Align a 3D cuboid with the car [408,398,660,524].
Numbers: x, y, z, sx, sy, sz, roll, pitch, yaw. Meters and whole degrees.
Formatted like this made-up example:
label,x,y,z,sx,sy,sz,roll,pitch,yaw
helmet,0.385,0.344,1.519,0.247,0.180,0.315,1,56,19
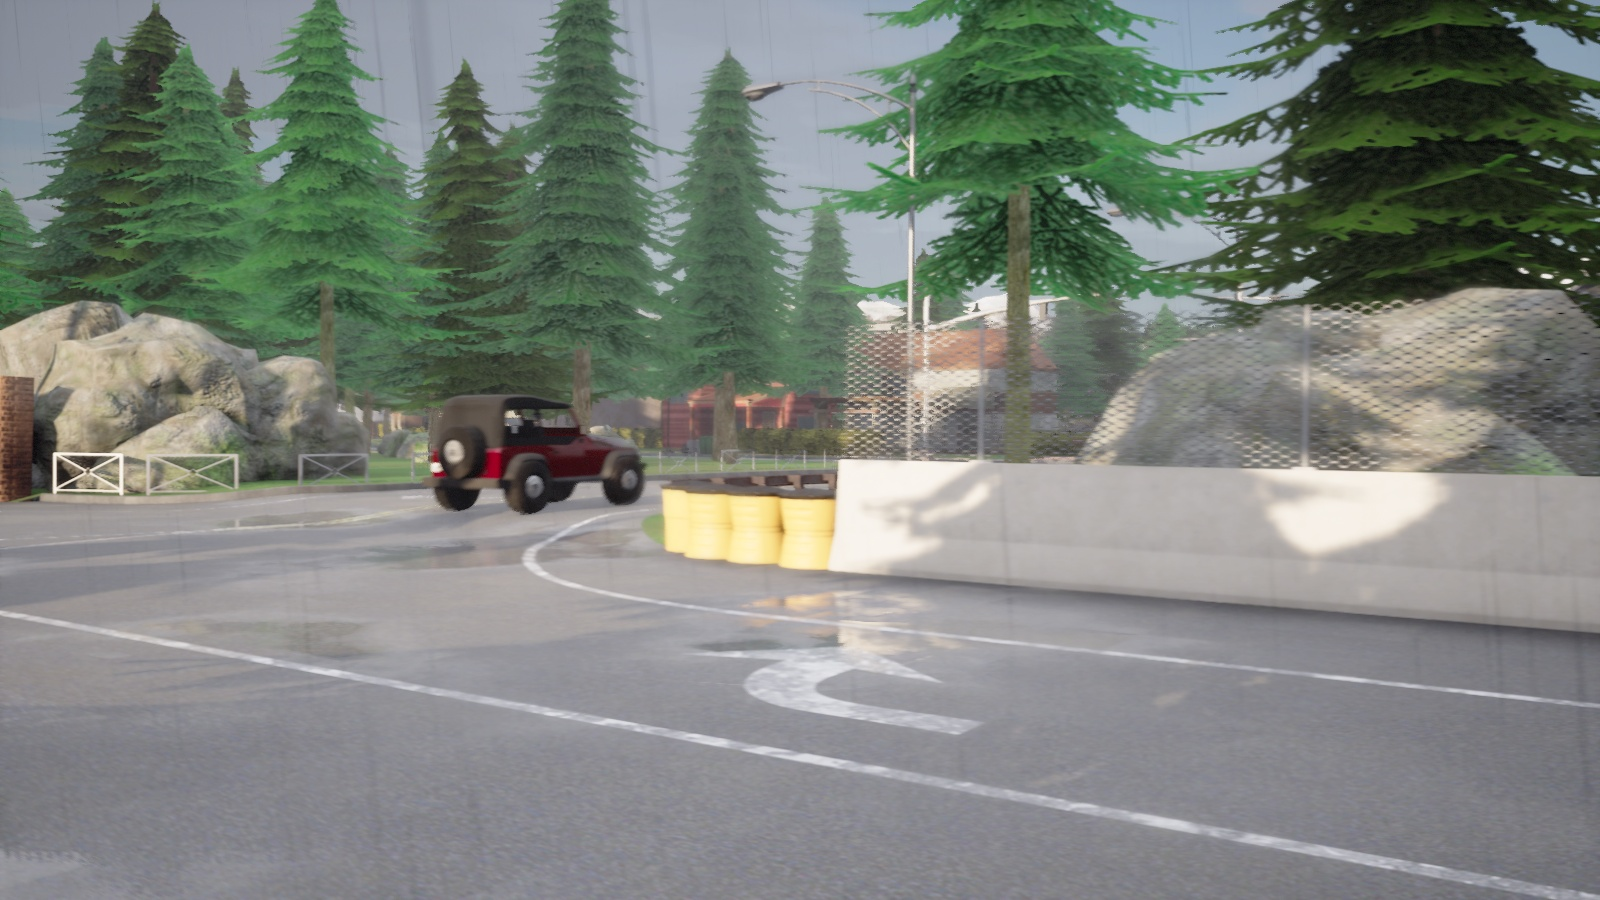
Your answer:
label,x,y,z,sx,sy,sz,roll,pitch,yaw
car,-4.320,0.104,20.916,1.905,1.878,3.866,0,2,32
